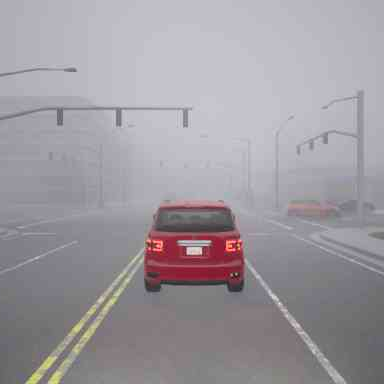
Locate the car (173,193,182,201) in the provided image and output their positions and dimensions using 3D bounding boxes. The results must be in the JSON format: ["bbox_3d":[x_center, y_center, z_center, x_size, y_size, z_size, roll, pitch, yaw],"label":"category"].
[{"bbox_3d":[-3.645,1.225,86.539,2.150,2.045,5.566,0,0,0],"label":"car"}]

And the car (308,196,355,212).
[{"bbox_3d":[16.094,1.352,38.598,4.553,1.767,2.097,0,0,0],"label":"car"}]

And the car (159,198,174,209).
[{"bbox_3d":[-3.458,1.556,46.429,1.994,1.385,4.181,0,0,-3],"label":"car"}]

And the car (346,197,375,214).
[{"bbox_3d":[16.553,1.478,35.091,5.008,1.535,1.882,0,0,0],"label":"car"}]

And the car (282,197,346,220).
[{"bbox_3d":[10.032,1.350,28.033,4.553,1.767,2.097,0,0,5],"label":"car"}]

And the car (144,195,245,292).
[{"bbox_3d":[0.057,1.221,9.054,2.150,2.045,5.566,0,0,0],"label":"car"}]

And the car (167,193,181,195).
[{"bbox_3d":[-3.678,1.218,59.440,2.150,2.045,5.566,0,0,1],"label":"car"}]
